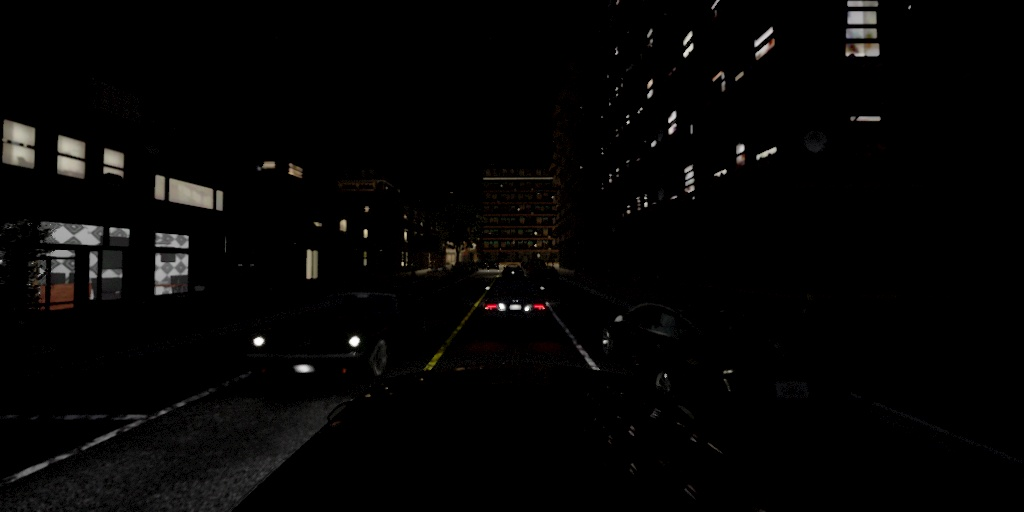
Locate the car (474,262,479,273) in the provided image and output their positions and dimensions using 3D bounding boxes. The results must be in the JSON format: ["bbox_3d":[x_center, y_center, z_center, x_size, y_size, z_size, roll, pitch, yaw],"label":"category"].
[{"bbox_3d":[-5.679,1.412,45.278,1.967,1.591,4.097,0,0,0],"label":"car"}]

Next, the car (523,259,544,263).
[{"bbox_3d":[2.672,1.257,39.654,2.192,1.841,5.009,0,0,0],"label":"car"}]

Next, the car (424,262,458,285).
[{"bbox_3d":[-5.670,1.409,28.048,1.751,1.417,4.829,0,0,0],"label":"car"}]

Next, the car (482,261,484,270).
[{"bbox_3d":[-5.687,1.630,62.337,1.948,1.339,4.313,0,0,0],"label":"car"}]

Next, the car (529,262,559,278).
[{"bbox_3d":[2.678,1.434,28.281,2.007,1.370,4.403,0,0,0],"label":"car"}]

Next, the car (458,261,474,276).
[{"bbox_3d":[-5.676,1.382,39.591,1.967,1.591,4.097,0,0,0],"label":"car"}]

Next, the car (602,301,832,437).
[{"bbox_3d":[2.690,1.335,5.536,1.948,1.339,4.313,0,0,0],"label":"car"}]

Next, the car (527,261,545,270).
[{"bbox_3d":[2.675,1.438,34.137,1.751,1.417,4.829,0,0,0],"label":"car"}]

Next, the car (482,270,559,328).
[{"bbox_3d":[0.093,1.346,11.514,2.033,1.411,5.357,0,0,0],"label":"car"}]

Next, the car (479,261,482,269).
[{"bbox_3d":[-5.681,1.584,50.964,1.802,1.307,4.207,0,0,0],"label":"car"}]

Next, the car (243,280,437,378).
[{"bbox_3d":[-3.101,1.380,7.550,1.895,1.301,4.718,0,0,0],"label":"car"}]

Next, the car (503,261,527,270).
[{"bbox_3d":[0.084,1.478,34.078,1.994,1.385,4.181,0,0,0],"label":"car"}]

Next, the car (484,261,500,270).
[{"bbox_3d":[-3.049,1.547,57.763,1.837,1.490,4.892,0,-1,0],"label":"car"}]
